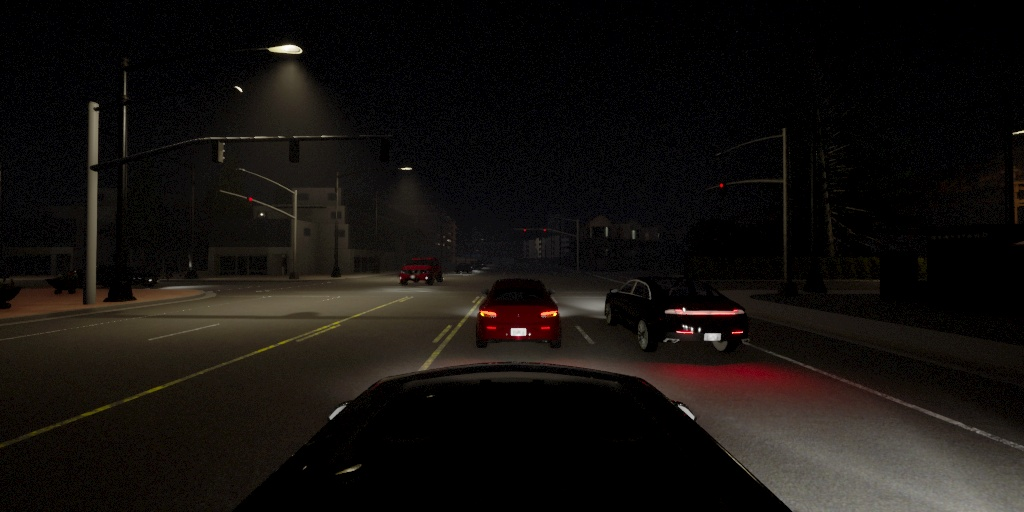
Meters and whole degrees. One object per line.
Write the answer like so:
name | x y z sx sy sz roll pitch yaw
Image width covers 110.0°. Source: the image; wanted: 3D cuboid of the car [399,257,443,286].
car | -6.773 1.117 27.351 2.150 2.045 5.566 0 -1 1

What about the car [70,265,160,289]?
car | -25.852 1.332 23.285 4.892 1.490 1.837 0 -1 1

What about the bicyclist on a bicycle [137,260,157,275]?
bicyclist on a bicycle | -31.220 1.169 31.230 1.656 1.620 0.582 19 8 -24

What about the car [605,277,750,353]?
car | 3.657 1.250 8.882 2.128 1.511 4.902 0 0 1

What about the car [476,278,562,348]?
car | 0.166 1.288 9.128 1.812 1.442 4.674 0 0 1

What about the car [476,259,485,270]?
car | -6.320 1.619 60.574 2.128 1.511 4.902 0 0 1

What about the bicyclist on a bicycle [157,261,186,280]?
bicyclist on a bicycle | -29.282 1.231 31.021 1.656 1.620 0.582 1 -1 -22

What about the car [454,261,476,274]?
car | -6.497 1.650 48.401 2.033 1.411 5.357 0 0 1
